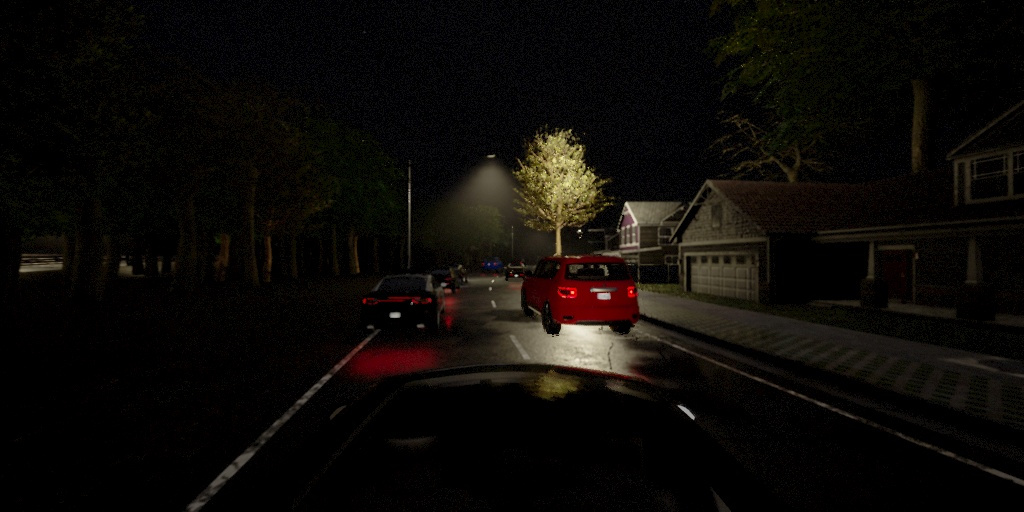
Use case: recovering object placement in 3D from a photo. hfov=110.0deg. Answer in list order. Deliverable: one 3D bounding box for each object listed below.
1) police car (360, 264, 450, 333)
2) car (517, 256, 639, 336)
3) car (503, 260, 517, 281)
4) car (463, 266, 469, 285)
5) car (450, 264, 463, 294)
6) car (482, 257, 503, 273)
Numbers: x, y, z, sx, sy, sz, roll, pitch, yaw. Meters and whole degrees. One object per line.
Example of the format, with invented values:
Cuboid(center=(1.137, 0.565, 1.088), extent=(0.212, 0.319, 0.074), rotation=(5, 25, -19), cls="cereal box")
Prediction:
Cuboid(center=(-3.097, 1.206, 11.040), extent=(1.930, 1.638, 5.238), rotation=(0, 0, -7), cls="police car")
Cuboid(center=(1.724, 1.015, 10.821), extent=(2.150, 2.045, 5.566), rotation=(0, 0, -8), cls="car")
Cuboid(center=(0.362, 1.382, 32.134), extent=(1.837, 1.490, 4.892), rotation=(0, 0, 0), cls="car")
Cuboid(center=(-4.339, 1.349, 26.802), extent=(1.837, 1.490, 4.892), rotation=(0, 0, -2), cls="car")
Cuboid(center=(-4.059, 1.345, 20.836), extent=(1.812, 1.442, 4.674), rotation=(0, 0, -4), cls="car")
Cuboid(center=(-2.490, 1.153, 46.925), extent=(2.150, 2.045, 5.566), rotation=(0, 0, 7), cls="car")
